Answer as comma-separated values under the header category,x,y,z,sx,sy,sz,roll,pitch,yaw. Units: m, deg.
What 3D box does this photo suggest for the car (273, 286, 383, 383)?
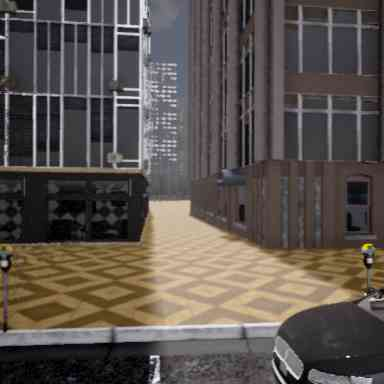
category,x,y,z,sx,sy,sz,roll,pitch,yaw
car,3.113,1.598,3.638,4.403,1.369,2.008,1,-1,-6
